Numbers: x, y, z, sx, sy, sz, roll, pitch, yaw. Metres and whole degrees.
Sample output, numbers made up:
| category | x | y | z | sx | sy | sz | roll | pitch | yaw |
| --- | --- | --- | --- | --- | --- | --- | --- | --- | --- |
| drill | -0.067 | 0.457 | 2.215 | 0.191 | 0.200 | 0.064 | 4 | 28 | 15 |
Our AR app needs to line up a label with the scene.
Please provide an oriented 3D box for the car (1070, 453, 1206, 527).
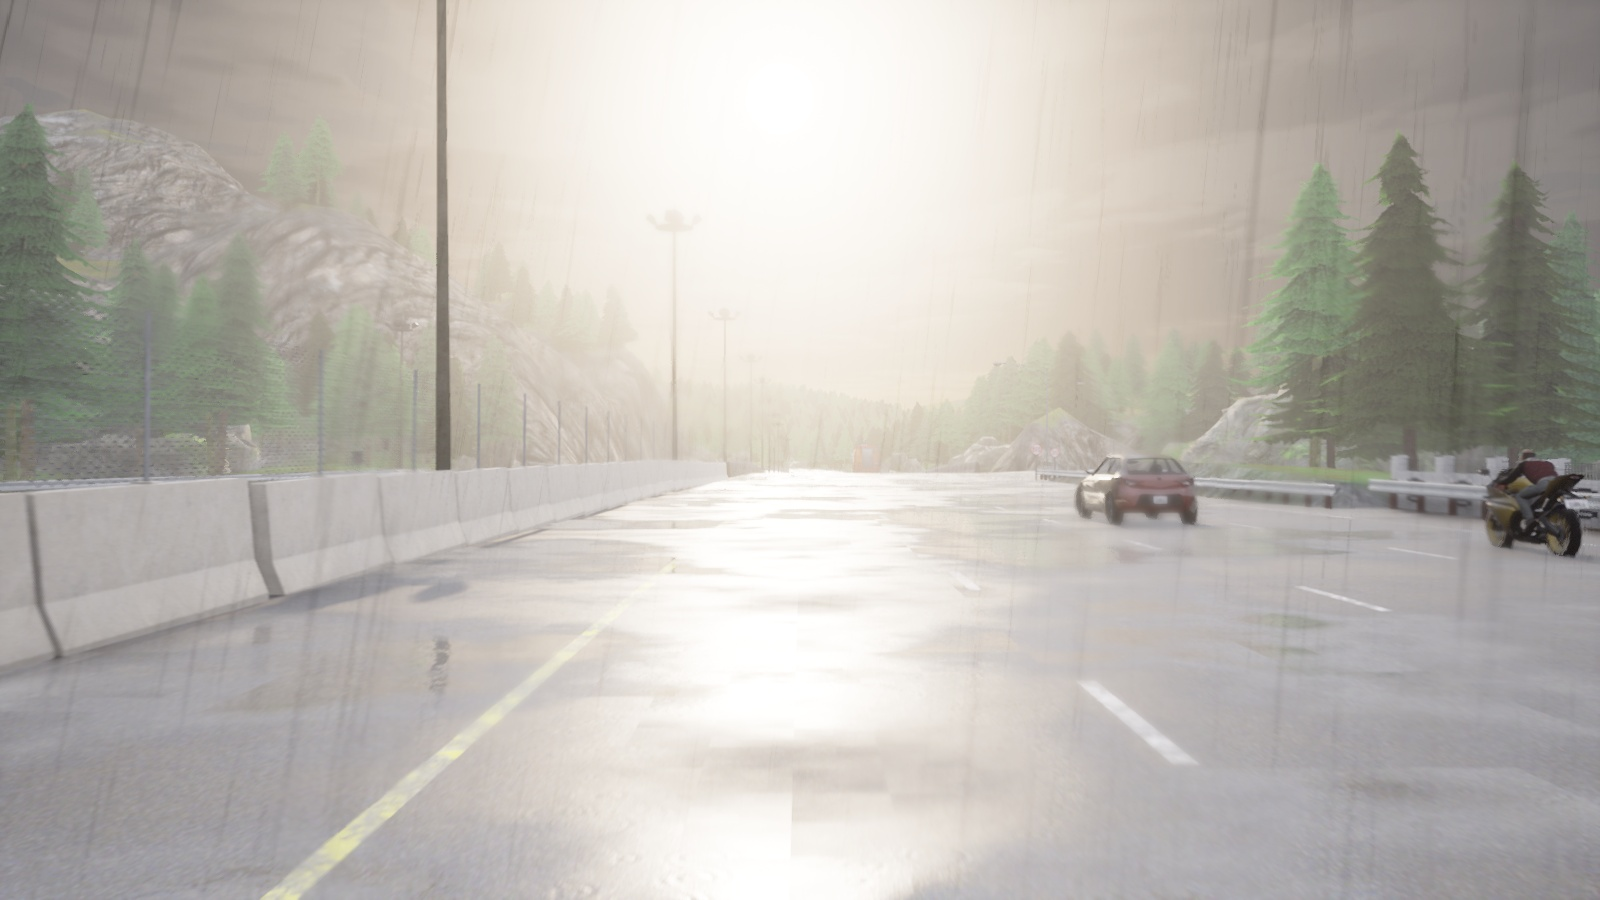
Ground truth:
| category | x | y | z | sx | sy | sz | roll | pitch | yaw |
| --- | --- | --- | --- | --- | --- | --- | --- | --- | --- |
| car | 7.169 | 0.812 | 27.065 | 1.816 | 1.474 | 4.193 | 0 | 0 | 0 |

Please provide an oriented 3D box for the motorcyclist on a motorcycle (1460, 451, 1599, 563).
| category | x | y | z | sx | sy | sz | roll | pitch | yaw |
| --- | --- | --- | --- | --- | --- | --- | --- | --- | --- |
| motorcyclist on a motorcycle | 10.619 | 0.785 | 18.298 | 0.866 | 1.530 | 2.191 | 0 | 0 | 0 |
